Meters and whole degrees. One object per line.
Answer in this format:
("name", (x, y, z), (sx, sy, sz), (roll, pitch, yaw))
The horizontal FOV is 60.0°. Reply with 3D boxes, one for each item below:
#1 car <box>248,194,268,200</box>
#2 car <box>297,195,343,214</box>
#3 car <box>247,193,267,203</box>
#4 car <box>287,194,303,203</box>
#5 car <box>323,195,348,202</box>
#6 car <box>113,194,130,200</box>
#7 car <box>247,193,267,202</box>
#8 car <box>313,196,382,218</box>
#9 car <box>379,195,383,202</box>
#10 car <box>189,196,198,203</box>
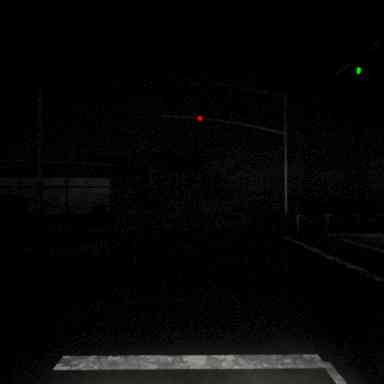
("car", (18.139, 1.420, 91.586), (4.902, 1.511, 2.128), (0, 0, 0))
("car", (13.019, 1.360, 31.374), (5.027, 1.636, 2.152), (0, 0, 0))
("car", (12.854, 1.423, 65.631), (3.806, 1.475, 1.970), (0, 0, 0))
("car", (21.333, 1.159, 65.698), (4.605, 1.855, 1.932), (0, 0, 0))
("car", (31.321, 1.366, 72.672), (4.514, 1.523, 2.007), (0, 0, 0))
("car", (-19.396, 1.418, 91.564), (4.674, 1.442, 1.812), (0, 0, 0))
("car", (13.454, 1.142, 68.958), (3.866, 1.878, 1.905), (0, 0, 0))
("car", (13.082, 1.366, 28.238), (4.514, 1.523, 2.007), (0, 0, 0))
("car", (38.727, 1.212, 62.616), (5.027, 1.636, 2.152), (0, 0, 0))
("car", (0.277, 1.612, 69.660), (2.033, 1.411, 5.357), (0, 0, 0))
